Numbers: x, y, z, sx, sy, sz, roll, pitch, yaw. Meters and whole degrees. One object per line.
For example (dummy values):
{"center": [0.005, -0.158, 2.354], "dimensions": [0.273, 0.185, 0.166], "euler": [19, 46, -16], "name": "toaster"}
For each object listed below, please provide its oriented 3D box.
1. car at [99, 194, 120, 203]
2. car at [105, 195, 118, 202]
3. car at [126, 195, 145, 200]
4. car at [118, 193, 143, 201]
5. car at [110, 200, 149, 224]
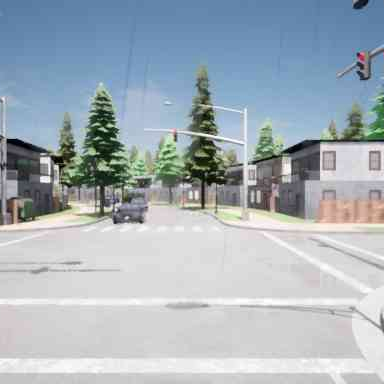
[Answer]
{"center": [-16.533, 1.313, 66.822], "dimensions": [2.097, 1.767, 4.553], "euler": [0, 0, -45], "name": "car"}
{"center": [-14.686, 1.487, 58.523], "dimensions": [1.812, 1.442, 4.674], "euler": [0, 0, -32], "name": "car"}
{"center": [-6.130, 1.451, 38.349], "dimensions": [2.128, 1.511, 4.902], "euler": [0, 0, -14], "name": "car"}
{"center": [-10.414, 1.183, 58.481], "dimensions": [2.150, 2.045, 5.566], "euler": [0, 0, -36], "name": "car"}
{"center": [-4.406, 1.528, 23.965], "dimensions": [1.994, 1.385, 4.181], "euler": [0, 0, -3], "name": "car"}
